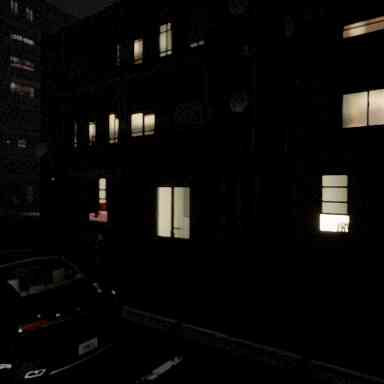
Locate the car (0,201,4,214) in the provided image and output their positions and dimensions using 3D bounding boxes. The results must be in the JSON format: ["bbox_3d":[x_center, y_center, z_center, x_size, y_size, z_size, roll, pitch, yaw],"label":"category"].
[{"bbox_3d":[-23.187,1.741,36.116,2.008,1.369,4.403,0,0,36],"label":"car"}]

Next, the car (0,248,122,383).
[{"bbox_3d":[-2.988,1.565,5.144,4.403,1.369,2.008,0,1,35],"label":"car"}]
